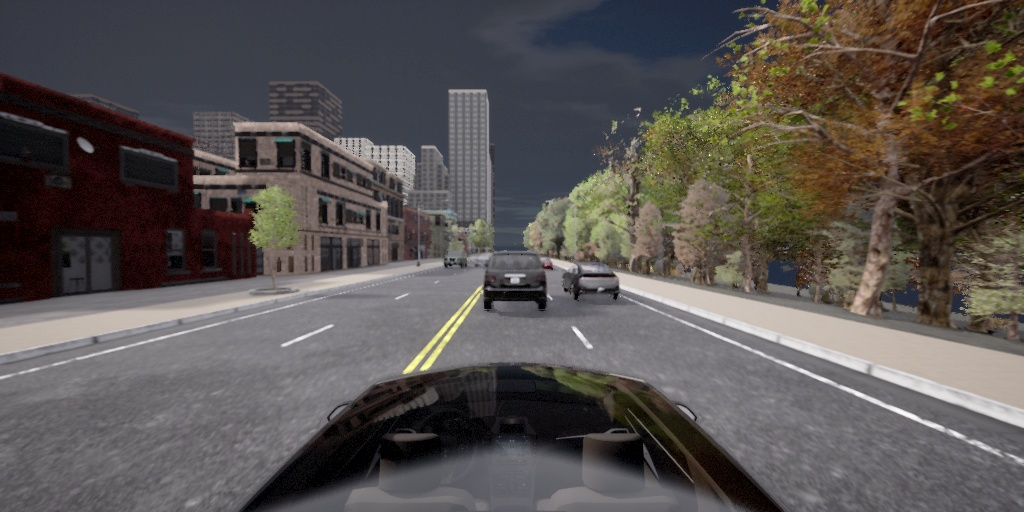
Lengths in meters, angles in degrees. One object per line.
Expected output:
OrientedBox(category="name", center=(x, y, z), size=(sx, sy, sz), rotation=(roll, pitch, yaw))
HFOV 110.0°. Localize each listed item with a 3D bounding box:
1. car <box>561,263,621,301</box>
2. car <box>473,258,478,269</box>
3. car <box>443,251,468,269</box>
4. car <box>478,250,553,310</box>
OrientedBox(category="car", center=(3.358, 1.030, 15.982), size=(2.128, 1.511, 4.902), rotation=(0, 1, 0))
OrientedBox(category="car", center=(-3.304, 0.674, 41.873), size=(1.812, 1.442, 4.674), rotation=(0, 1, 0))
OrientedBox(category="car", center=(-6.555, 0.369, 42.163), size=(2.150, 2.045, 5.566), rotation=(0, 0, 0))
OrientedBox(category="car", center=(0.109, 0.795, 13.785), size=(2.150, 2.045, 5.566), rotation=(0, 1, 0))
